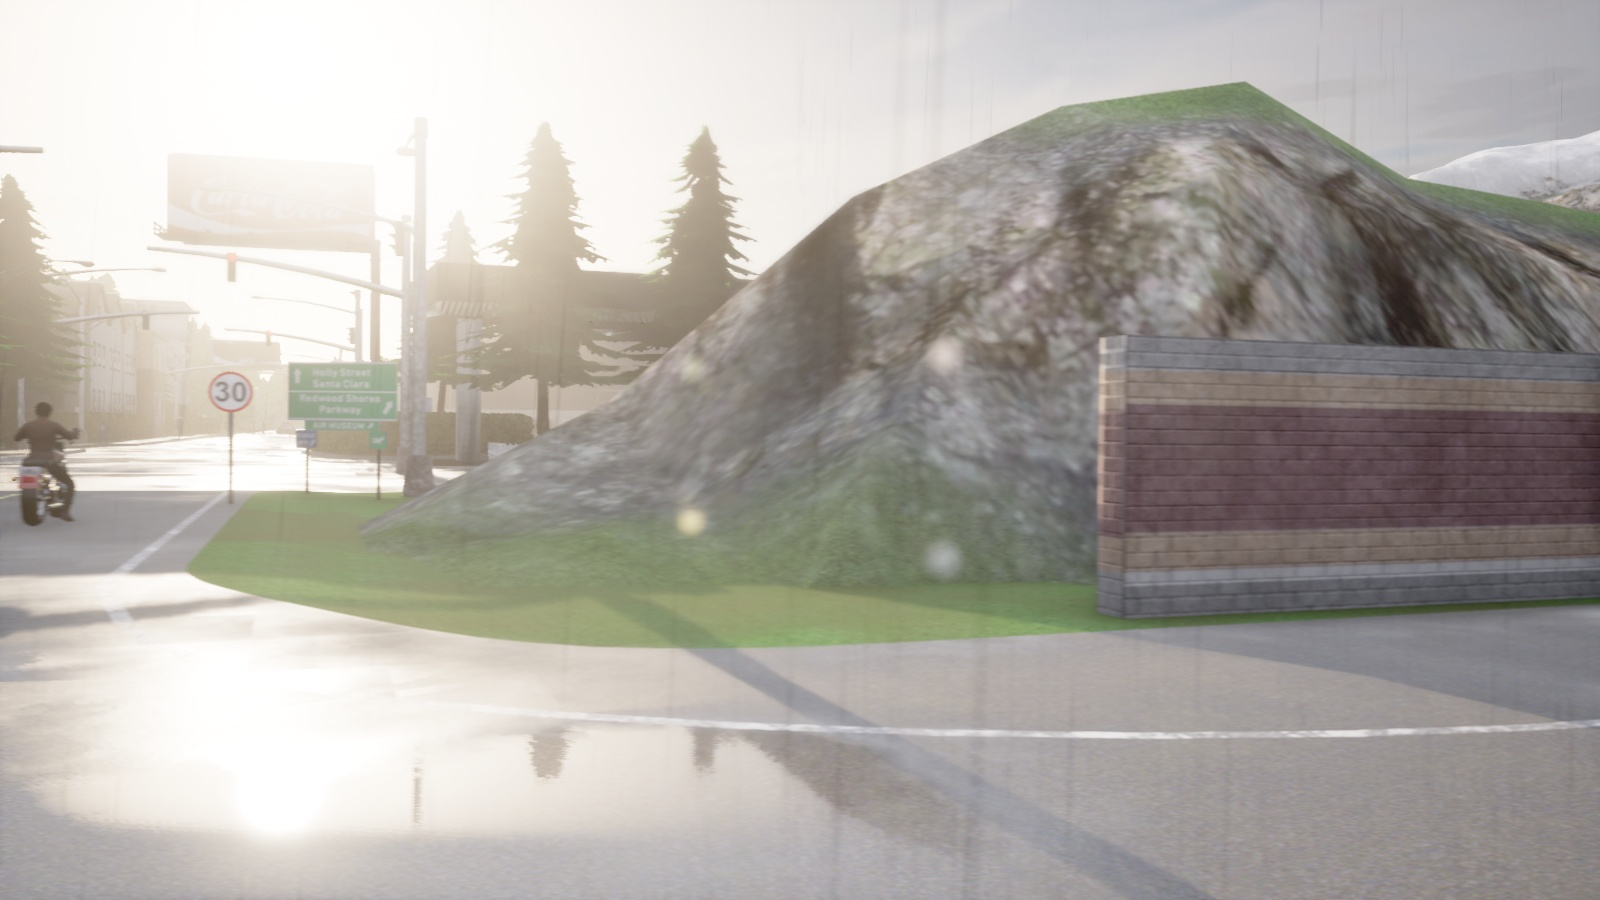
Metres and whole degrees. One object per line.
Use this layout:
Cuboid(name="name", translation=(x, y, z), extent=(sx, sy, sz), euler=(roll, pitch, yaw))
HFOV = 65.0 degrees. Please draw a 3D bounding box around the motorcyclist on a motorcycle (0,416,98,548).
Cuboid(name="motorcyclist on a motorcycle", translation=(-10.110, 0.386, 16.941), extent=(0.766, 1.649, 2.350), euler=(-1, 1, -21))
